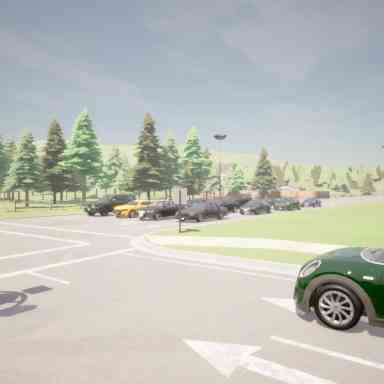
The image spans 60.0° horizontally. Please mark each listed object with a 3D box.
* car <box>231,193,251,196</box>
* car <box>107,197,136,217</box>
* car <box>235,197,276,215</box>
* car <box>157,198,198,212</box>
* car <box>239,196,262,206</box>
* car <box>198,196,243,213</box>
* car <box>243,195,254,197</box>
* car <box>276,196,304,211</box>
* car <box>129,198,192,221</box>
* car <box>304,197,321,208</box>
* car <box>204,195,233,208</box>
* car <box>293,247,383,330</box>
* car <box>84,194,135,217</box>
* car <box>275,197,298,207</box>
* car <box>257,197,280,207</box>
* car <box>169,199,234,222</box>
[{"bbox_3d":[6.426,1.221,45.706,2.150,2.045,5.566,0,0,36],"label":"car"},{"bbox_3d":[-4.872,1.478,30.303,1.882,1.535,5.008,0,0,36],"label":"car"},{"bbox_3d":[6.585,1.526,34.072,1.812,1.442,4.674,0,0,36],"label":"car"},{"bbox_3d":[-1.687,1.547,40.564,2.033,1.411,5.357,0,0,36],"label":"car"},{"bbox_3d":[9.986,1.478,56.417,1.882,1.535,5.008,0,0,37],"label":"car"},{"bbox_3d":[3.077,1.478,35.226,1.882,1.535,5.008,0,0,36],"label":"car"},{"bbox_3d":[8.657,1.491,42.830,2.128,1.511,4.902,0,0,36],"label":"car"},{"bbox_3d":[11.812,1.352,41.210,2.097,1.767,4.553,0,0,36],"label":"car"},{"bbox_3d":[-2.482,1.491,27.645,2.128,1.511,4.902,0,0,36],"label":"car"},{"bbox_3d":[17.724,1.526,49.228,1.812,1.442,4.674,0,0,37],"label":"car"},{"bbox_3d":[3.948,1.352,48.240,2.097,1.767,4.553,0,0,36],"label":"car"},{"bbox_3d":[4.059,1.352,5.394,4.553,1.767,2.097,0,0,35],"label":"car"},{"bbox_3d":[-7.705,1.221,32.357,2.150,2.045,5.566,0,0,36],"label":"car"},{"bbox_3d":[14.549,1.526,50.824,1.812,1.442,4.674,0,0,37],"label":"car"},{"bbox_3d":[12.398,1.564,53.796,1.994,1.385,4.181,0,0,37],"label":"car"},{"bbox_3d":[0.906,1.547,26.346,2.033,1.411,5.357,0,0,36],"label":"car"}]
